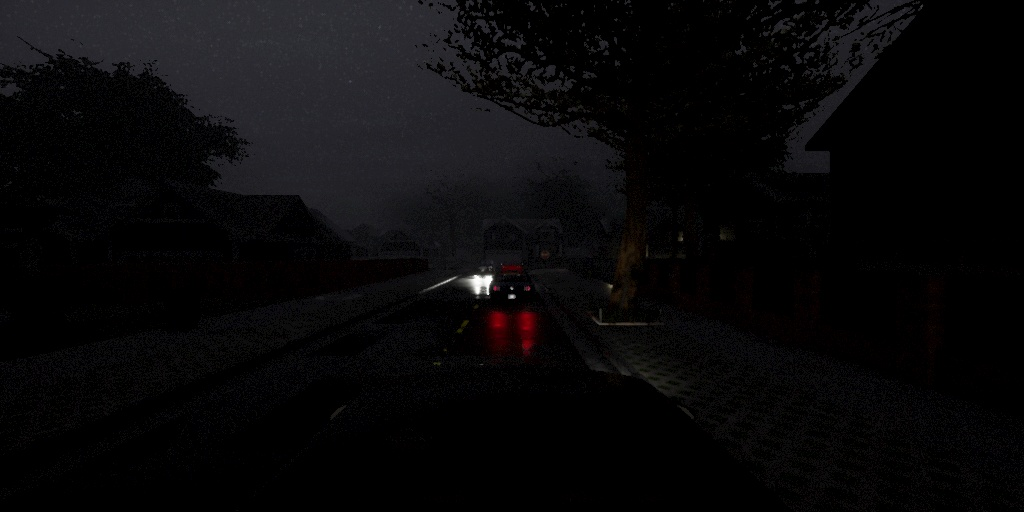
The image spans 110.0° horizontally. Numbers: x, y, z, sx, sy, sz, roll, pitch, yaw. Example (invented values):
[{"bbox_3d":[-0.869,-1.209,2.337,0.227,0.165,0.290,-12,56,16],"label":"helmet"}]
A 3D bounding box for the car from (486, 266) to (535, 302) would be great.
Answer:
[{"bbox_3d":[0.001,1.307,16.505,1.895,1.301,4.718,0,0,0],"label":"car"}]

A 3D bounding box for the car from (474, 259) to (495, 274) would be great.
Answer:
[{"bbox_3d":[-2.749,1.053,36.477,2.128,1.511,4.902,0,0,0],"label":"car"}]

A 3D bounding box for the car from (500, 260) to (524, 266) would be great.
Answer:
[{"bbox_3d":[0.001,1.058,31.476,1.882,1.535,5.008,0,0,0],"label":"car"}]
